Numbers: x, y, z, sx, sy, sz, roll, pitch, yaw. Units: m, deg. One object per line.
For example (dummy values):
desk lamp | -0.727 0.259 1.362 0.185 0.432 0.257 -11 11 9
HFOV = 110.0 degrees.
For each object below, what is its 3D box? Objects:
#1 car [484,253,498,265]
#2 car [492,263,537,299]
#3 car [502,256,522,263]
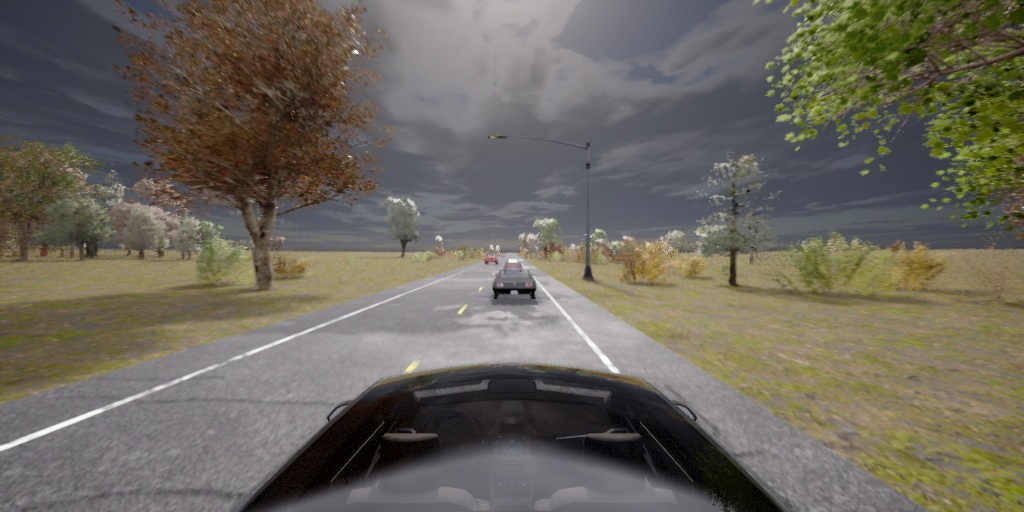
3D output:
car | -3.506 0.421 61.277 2.150 2.045 5.566 0 1 1
car | 0.104 1.210 17.087 1.895 1.301 4.718 0 1 0
car | 0.110 0.966 39.697 1.994 1.385 4.181 0 1 0
